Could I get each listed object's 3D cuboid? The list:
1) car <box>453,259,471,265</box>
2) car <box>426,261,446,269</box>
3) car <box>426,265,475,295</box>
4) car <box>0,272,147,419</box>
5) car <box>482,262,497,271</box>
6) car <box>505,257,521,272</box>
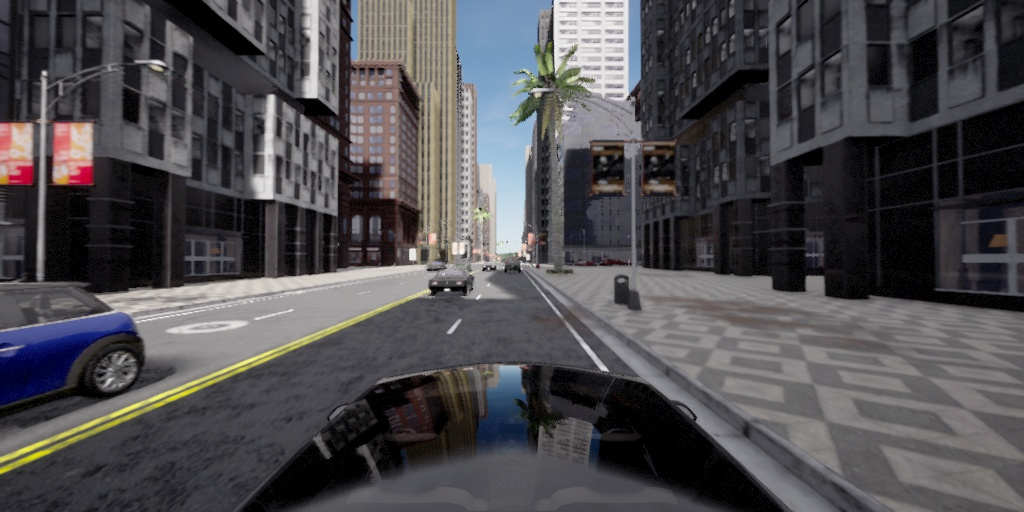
[{"bbox_3d":[-6.583,1.221,47.554,2.097,1.767,4.553,0,0,0],"label":"car"},{"bbox_3d":[-9.834,1.416,47.337,2.033,1.411,5.357,0,0,0],"label":"car"},{"bbox_3d":[-3.155,1.369,19.703,1.895,1.301,4.718,0,0,0],"label":"car"},{"bbox_3d":[-6.599,1.103,3.444,2.097,1.767,4.553,0,0,0],"label":"car"},{"bbox_3d":[-3.163,1.495,51.279,1.895,1.301,4.718,0,0,0],"label":"car"},{"bbox_3d":[0.087,1.220,47.537,2.097,1.767,4.553,0,0,0],"label":"car"}]
